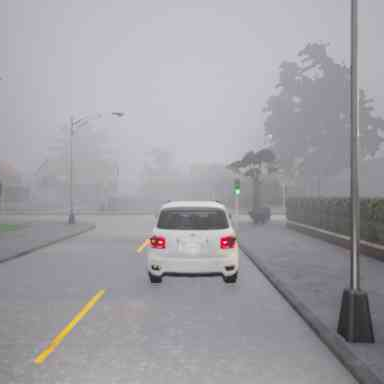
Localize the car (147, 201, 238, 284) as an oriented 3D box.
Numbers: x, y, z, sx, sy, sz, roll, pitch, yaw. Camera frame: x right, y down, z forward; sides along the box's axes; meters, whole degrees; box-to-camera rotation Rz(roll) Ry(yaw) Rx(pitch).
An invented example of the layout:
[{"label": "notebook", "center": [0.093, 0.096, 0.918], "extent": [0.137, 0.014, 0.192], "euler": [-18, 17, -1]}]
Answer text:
[{"label": "car", "center": [0.035, 1.262, 9.846], "extent": [2.150, 2.045, 5.566], "euler": [0, 0, 0]}]
